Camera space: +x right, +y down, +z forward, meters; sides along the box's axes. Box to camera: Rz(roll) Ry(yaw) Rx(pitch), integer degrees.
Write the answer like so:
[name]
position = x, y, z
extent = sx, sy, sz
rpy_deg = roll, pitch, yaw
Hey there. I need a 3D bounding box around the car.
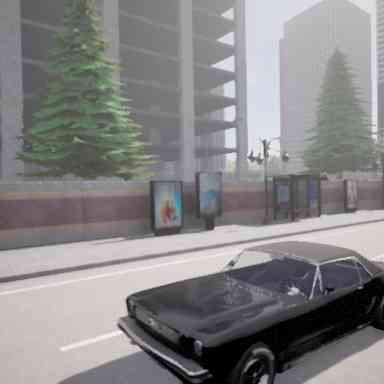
[car]
position = 1.368, 1.506, 4.990
extent = 4.718, 1.301, 1.895
rpy_deg = -2, 1, -36
